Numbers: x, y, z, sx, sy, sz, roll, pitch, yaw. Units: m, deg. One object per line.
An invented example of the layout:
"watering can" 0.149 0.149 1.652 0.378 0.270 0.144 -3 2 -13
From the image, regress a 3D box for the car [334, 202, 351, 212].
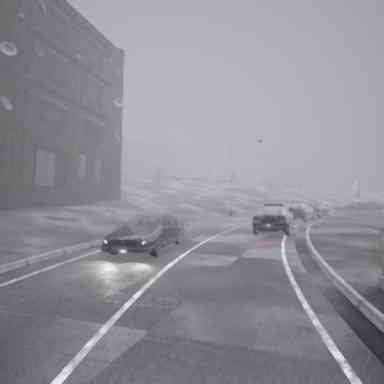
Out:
"car" 22.985 2.181 49.212 5.008 1.535 1.882 1 -4 -34

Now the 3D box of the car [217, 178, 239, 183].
"car" 6.420 -1.987 66.456 4.674 1.452 2.002 3 -5 -30

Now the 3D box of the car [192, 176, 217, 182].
"car" 1.627 -2.260 63.673 4.892 1.521 2.231 3 -5 -29

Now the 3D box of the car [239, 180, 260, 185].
"car" 11.151 -1.781 69.346 5.008 1.535 2.097 3 -5 -31

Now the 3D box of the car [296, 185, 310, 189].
"car" 25.057 -0.954 78.682 4.674 1.452 2.002 3 -5 -35

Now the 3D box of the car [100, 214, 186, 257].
"car" -1.684 1.602 13.573 2.033 1.411 5.357 -1 -1 13

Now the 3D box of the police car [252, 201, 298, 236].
"police car" 4.712 1.475 19.019 1.930 1.638 5.238 -1 -1 21

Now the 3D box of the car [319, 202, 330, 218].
"car" 11.916 1.717 32.325 1.837 1.490 4.892 -3 -2 36

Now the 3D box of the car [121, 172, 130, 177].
"car" -12.753 -2.981 55.693 4.553 1.767 2.185 2 -5 -29

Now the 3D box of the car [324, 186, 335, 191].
"car" 33.884 -0.543 85.331 4.553 1.767 2.185 4 -6 -38

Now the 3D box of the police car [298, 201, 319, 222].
"police car" 8.835 1.570 27.628 1.930 1.638 5.238 -2 -2 30

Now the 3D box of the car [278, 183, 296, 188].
"car" 20.545 -1.230 75.516 4.792 1.488 2.163 3 -5 -34

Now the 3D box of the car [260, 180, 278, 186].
"car" 15.800 -1.654 72.330 4.553 1.767 2.185 3 -5 -33

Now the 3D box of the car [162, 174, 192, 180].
"car" -3.192 -2.468 60.990 4.892 1.521 2.231 2 -5 -29

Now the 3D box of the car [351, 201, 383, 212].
"car" 24.969 2.014 46.508 4.892 1.490 1.837 0 -4 -30

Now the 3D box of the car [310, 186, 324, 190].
"car" 29.422 -0.723 81.890 4.892 1.521 2.231 4 -5 -36
